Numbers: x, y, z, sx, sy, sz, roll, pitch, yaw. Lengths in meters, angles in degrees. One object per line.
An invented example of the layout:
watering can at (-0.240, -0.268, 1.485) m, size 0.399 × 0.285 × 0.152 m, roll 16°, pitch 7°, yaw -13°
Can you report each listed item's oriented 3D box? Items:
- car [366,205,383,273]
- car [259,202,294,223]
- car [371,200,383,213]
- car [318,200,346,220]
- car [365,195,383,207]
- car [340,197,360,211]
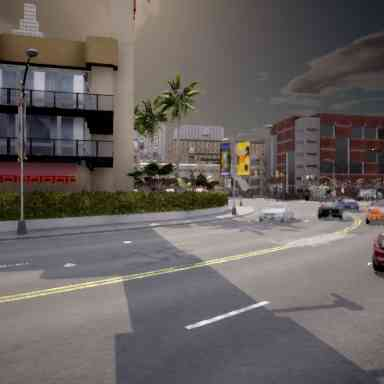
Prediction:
car at (7.047, 1.350, 9.745) m, size 4.553 × 1.767 × 2.097 m, roll 0°, pitch 0°, yaw -44°
car at (6.679, 1.511, 25.925) m, size 1.812 × 1.442 × 4.674 m, roll 0°, pitch 0°, yaw 30°
car at (21.788, 1.587, 37.057) m, size 1.895 × 1.301 × 4.718 m, roll 0°, pitch 0°, yaw 10°
car at (11.570, 1.588, 27.715) m, size 1.895 × 1.301 × 4.718 m, roll 0°, pitch 0°, yaw 24°
car at (13.983, 1.344, 24.487) m, size 2.097 × 1.767 × 4.553 m, roll 0°, pitch 0°, yaw 28°
car at (18.699, 1.508, 40.462) m, size 1.812 × 1.442 × 4.674 m, roll 0°, pitch 0°, yaw 6°
